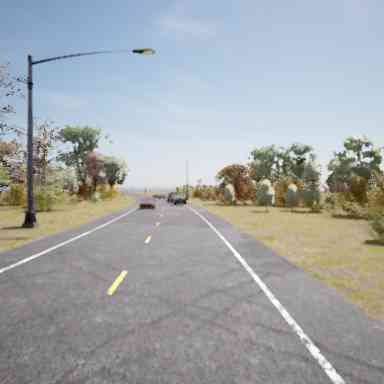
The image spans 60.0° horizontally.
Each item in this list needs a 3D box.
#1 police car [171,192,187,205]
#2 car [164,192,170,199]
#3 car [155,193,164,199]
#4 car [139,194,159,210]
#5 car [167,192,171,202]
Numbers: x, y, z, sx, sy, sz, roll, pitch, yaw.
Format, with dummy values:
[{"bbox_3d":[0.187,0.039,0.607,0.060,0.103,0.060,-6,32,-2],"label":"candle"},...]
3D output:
[{"bbox_3d":[-1.952,1.242,53.573,1.930,1.638,5.238,0,0,-6],"label":"police car"},{"bbox_3d":[-3.959,0.973,69.455,2.150,2.045,5.566,0,0,-8],"label":"car"},{"bbox_3d":[-7.833,1.091,87.305,1.994,1.385,4.181,0,0,-10],"label":"car"},{"bbox_3d":[-5.368,1.348,40.483,1.882,1.535,5.008,0,0,-5],"label":"car"},{"bbox_3d":[-3.137,1.282,63.447,1.837,1.490,4.892,0,0,-7],"label":"car"}]
